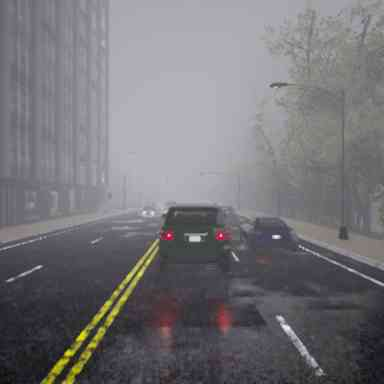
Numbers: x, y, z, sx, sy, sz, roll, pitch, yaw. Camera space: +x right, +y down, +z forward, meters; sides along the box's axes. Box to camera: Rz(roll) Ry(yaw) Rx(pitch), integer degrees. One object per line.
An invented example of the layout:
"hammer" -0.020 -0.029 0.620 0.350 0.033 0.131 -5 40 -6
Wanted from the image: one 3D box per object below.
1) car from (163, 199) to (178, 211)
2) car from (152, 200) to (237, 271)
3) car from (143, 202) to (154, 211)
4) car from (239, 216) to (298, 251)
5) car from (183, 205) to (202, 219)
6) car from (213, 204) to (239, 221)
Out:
"car" -3.287 2.084 52.754 2.097 1.767 4.553 0 -1 0
"car" 0.085 1.387 11.674 2.150 2.045 5.566 0 -1 0
"car" -6.538 2.281 52.703 2.033 1.411 5.357 0 -1 0
"car" 3.335 1.775 15.166 1.994 1.385 4.181 0 -1 0
"car" 0.075 2.102 36.067 1.895 1.301 4.718 0 -1 0
"car" 3.327 2.011 33.352 2.033 1.411 5.357 0 -1 0
